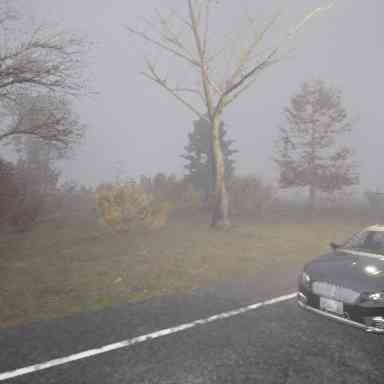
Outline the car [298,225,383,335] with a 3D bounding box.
[{"bbox_3d":[4.043,1.426,6.437,4.902,1.511,2.128,0,1,-37],"label":"car"}]
